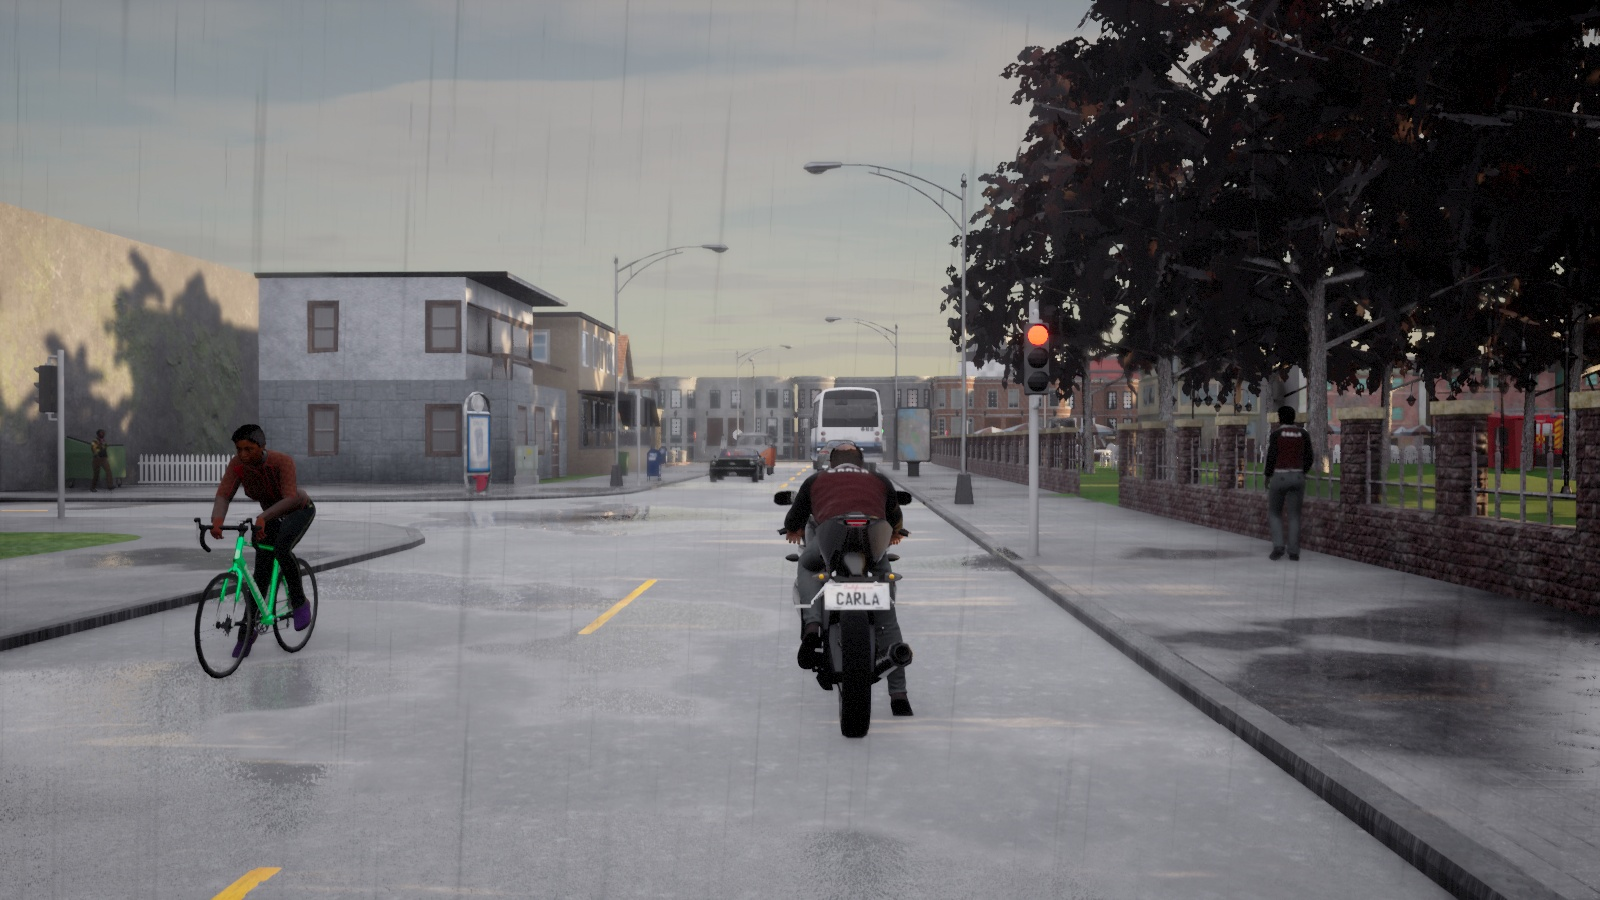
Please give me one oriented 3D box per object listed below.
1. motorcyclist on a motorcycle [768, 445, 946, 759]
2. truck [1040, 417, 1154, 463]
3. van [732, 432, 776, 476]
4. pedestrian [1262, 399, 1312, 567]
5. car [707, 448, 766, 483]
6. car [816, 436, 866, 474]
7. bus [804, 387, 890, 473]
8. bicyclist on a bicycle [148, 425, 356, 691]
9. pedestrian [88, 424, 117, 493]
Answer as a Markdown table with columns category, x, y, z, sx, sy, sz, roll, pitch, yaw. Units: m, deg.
| category | x | y | z | sx | sy | sz | roll | pitch | yaw |
| --- | --- | --- | --- | --- | --- | --- | --- | --- | --- |
| motorcyclist on a motorcycle | 0.271 | 0.741 | 7.237 | 0.866 | 1.530 | 2.191 | 0 | 0 | 0 |
| truck | 22.212 | -0.752 | 94.248 | 7.936 | 3.462 | 2.891 | 0 | 0 | 2 |
| van | -2.114 | 0.161 | 58.772 | 1.775 | 1.987 | 4.442 | 0 | 1 | 2 |
| pedestrian | 5.740 | 0.377 | 14.819 | 0.402 | 1.930 | 0.666 | 0 | 0 | 8 |
| car | -2.426 | 0.566 | 49.116 | 1.895 | 1.301 | 4.718 | 0 | 0 | 2 |
| car | 1.837 | 0.202 | 57.090 | 2.152 | 1.651 | 5.027 | 0 | 0 | 1 |
| bus | 2.331 | -1.010 | 67.214 | 3.944 | 4.253 | 10.273 | 0 | 0 | -2 |
| bicyclist on a bicycle | -3.641 | 0.648 | 8.495 | 0.582 | 1.620 | 1.656 | 0 | 1 | 4 |
| pedestrian | -19.659 | 0.239 | 35.386 | 0.692 | 1.930 | 0.395 | 0 | 0 | 29 |
